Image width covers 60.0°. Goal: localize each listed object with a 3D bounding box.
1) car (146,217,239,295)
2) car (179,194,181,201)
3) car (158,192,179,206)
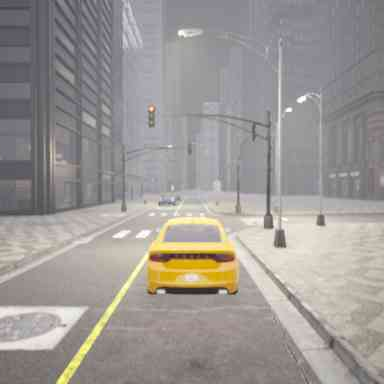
[{"bbox_3d":[0.028,1.381,8.533,1.882,1.535,5.008,0,1,1],"label":"car"},{"bbox_3d":[-3.065,0.817,60.017,1.882,1.535,5.008,0,1,0],"label":"car"},{"bbox_3d":[-3.099,0.883,42.235,2.097,1.767,4.553,0,1,0],"label":"car"}]
